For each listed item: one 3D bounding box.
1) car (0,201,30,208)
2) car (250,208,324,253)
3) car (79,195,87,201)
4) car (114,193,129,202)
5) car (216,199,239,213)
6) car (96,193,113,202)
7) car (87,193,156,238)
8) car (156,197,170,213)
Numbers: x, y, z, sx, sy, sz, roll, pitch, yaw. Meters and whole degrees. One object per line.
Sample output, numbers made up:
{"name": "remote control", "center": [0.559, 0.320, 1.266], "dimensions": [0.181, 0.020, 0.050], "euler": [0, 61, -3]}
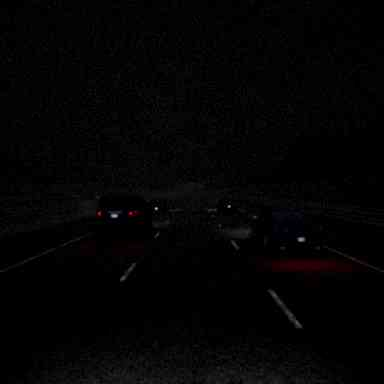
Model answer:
{"name": "car", "center": [-14.087, 1.406, 25.256], "dimensions": [2.033, 1.411, 5.357], "euler": [0, 0, 0]}
{"name": "car", "center": [3.603, 1.397, 13.421], "dimensions": [1.882, 1.535, 5.008], "euler": [0, 0, 0]}
{"name": "car", "center": [-20.964, 1.219, 66.144], "dimensions": [1.994, 1.385, 4.181], "euler": [0, 0, 0]}
{"name": "car", "center": [-13.968, 1.022, 66.381], "dimensions": [2.097, 1.767, 4.553], "euler": [0, 0, 0]}
{"name": "car", "center": [3.618, 1.375, 34.386], "dimensions": [1.994, 1.385, 4.181], "euler": [0, 0, 0]}
{"name": "car", "center": [-17.465, 1.020, 66.631], "dimensions": [2.097, 1.767, 4.553], "euler": [0, 0, 0]}
{"name": "car", "center": [-3.391, 1.121, 17.218], "dimensions": [2.150, 2.045, 5.566], "euler": [0, 0, 0]}
{"name": "car", "center": [-3.382, 1.318, 33.974], "dimensions": [1.837, 1.490, 4.892], "euler": [0, 0, 0]}
